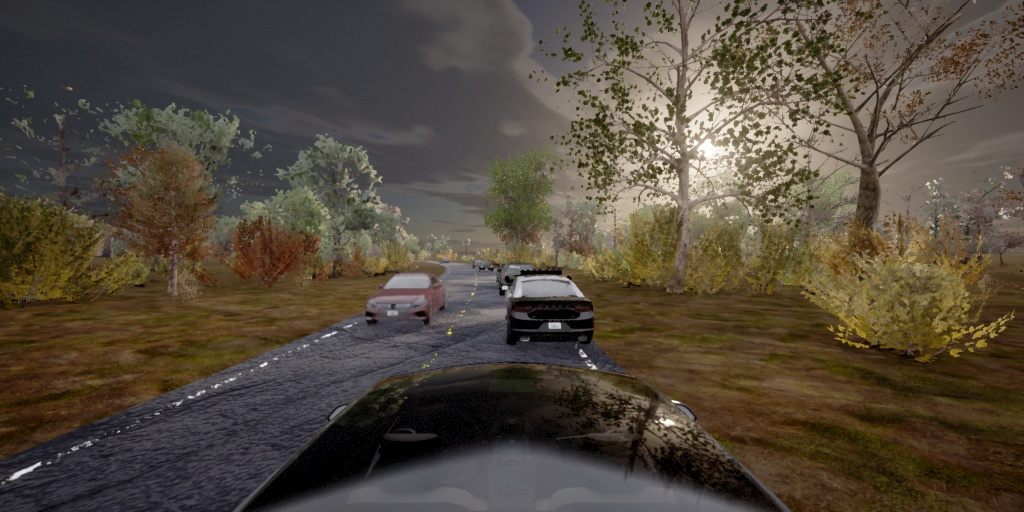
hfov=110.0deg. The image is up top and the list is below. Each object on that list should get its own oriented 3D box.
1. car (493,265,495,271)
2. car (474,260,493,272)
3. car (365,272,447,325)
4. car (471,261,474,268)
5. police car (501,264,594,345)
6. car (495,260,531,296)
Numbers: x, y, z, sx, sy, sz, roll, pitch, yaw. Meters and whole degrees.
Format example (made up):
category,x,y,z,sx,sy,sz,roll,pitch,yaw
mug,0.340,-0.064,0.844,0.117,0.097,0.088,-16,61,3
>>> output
category,x,y,z,sx,sy,sz,roll,pitch,yaw
car,-0.155,1.253,25.658,1.837,1.490,4.892,0,0,-5
car,-3.496,1.346,46.563,1.895,1.301,4.718,0,0,-9
car,-3.305,1.275,11.967,1.812,1.442,4.674,0,0,-3
car,-5.593,1.291,58.802,2.033,1.411,5.357,0,0,-11
police car,0.765,1.175,9.670,1.930,1.638,5.238,0,0,-2
car,0.291,1.100,19.598,2.097,1.767,4.553,0,0,-4
